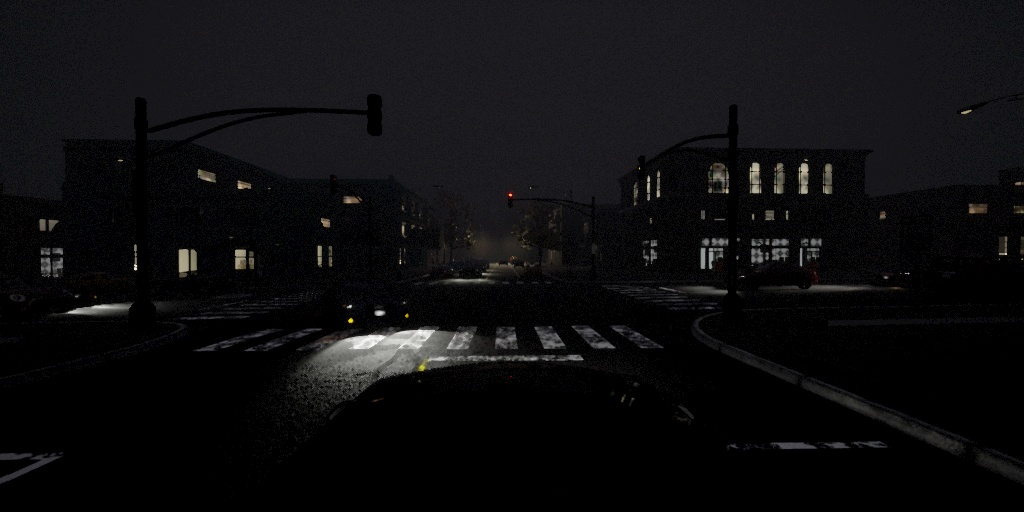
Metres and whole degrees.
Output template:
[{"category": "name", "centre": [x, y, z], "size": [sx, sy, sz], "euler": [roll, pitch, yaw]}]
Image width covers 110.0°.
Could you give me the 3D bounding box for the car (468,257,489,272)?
[{"category": "car", "centre": [-4.174, 1.219, 44.451], "size": [1.882, 1.535, 5.008], "euler": [0, 0, -1]}]

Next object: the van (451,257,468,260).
[{"category": "van", "centre": [-6.769, 1.082, 44.674], "size": [1.690, 1.789, 3.998], "euler": [0, 0, -1]}]

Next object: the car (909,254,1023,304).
[{"category": "car", "centre": [19.644, 0.843, 14.358], "size": [5.009, 1.841, 2.192], "euler": [0, 0, -2]}]

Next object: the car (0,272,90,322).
[{"category": "car", "centre": [-18.344, 1.422, 12.745], "size": [4.097, 1.591, 1.967], "euler": [0, 0, -2]}]

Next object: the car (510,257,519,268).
[{"category": "car", "centre": [1.186, 1.288, 61.521], "size": [2.007, 1.370, 4.403], "euler": [0, 0, -1]}]

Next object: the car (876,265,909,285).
[{"category": "car", "centre": [23.531, 0.918, 20.316], "size": [4.902, 1.511, 2.128], "euler": [-1, 1, -2]}]

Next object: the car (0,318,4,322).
[{"category": "car", "centre": [-5.661, 1.295, 1.077], "size": [1.888, 1.381, 4.507], "euler": [0, 0, -1]}]

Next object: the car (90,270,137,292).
[{"category": "car", "centre": [-24.494, 1.500, 20.833], "size": [4.829, 1.417, 1.751], "euler": [0, 0, -2]}]

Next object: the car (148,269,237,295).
[{"category": "car", "centre": [-18.676, 1.474, 21.085], "size": [4.313, 1.339, 1.948], "euler": [0, 0, -2]}]

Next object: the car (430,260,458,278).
[{"category": "car", "centre": [-6.487, 1.326, 33.586], "size": [1.802, 1.307, 4.207], "euler": [0, 0, -1]}]

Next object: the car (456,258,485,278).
[{"category": "car", "centre": [-3.916, 1.221, 34.412], "size": [1.882, 1.535, 5.008], "euler": [0, 0, -2]}]

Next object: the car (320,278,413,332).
[{"category": "car", "centre": [-4.593, 1.367, 11.042], "size": [1.994, 1.385, 4.181], "euler": [1, -2, -35]}]

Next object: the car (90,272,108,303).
[{"category": "car", "centre": [-20.545, 1.549, 15.206], "size": [4.181, 1.385, 1.994], "euler": [-1, 1, -3]}]

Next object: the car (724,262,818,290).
[{"category": "car", "centre": [14.309, 1.063, 19.917], "size": [4.674, 1.442, 1.812], "euler": [-1, 1, -2]}]

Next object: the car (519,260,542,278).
[{"category": "car", "centre": [1.886, 1.269, 33.969], "size": [1.751, 1.417, 4.829], "euler": [0, 0, -1]}]
